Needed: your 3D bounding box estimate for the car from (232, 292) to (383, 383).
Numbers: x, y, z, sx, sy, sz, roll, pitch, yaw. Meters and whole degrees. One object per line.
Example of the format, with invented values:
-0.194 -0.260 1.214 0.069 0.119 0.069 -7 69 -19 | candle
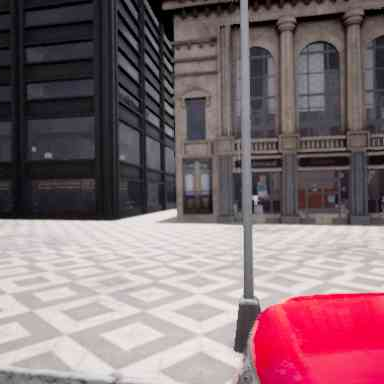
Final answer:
2.988 1.226 1.897 5.566 2.045 2.150 0 0 10 | car
